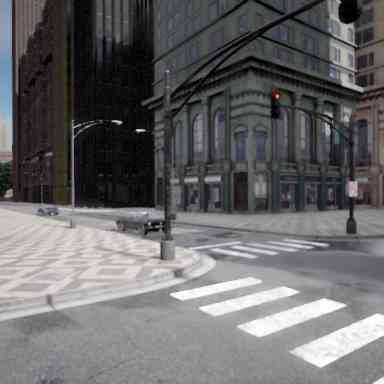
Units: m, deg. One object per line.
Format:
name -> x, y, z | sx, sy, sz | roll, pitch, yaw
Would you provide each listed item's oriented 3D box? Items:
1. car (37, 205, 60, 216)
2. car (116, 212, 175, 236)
car -> -18.426, 2.314, 42.563 | 2.033, 1.411, 5.357 | 0, -1, -35
car -> -3.015, 1.901, 20.717 | 1.895, 1.301, 4.718 | 0, -1, -35
